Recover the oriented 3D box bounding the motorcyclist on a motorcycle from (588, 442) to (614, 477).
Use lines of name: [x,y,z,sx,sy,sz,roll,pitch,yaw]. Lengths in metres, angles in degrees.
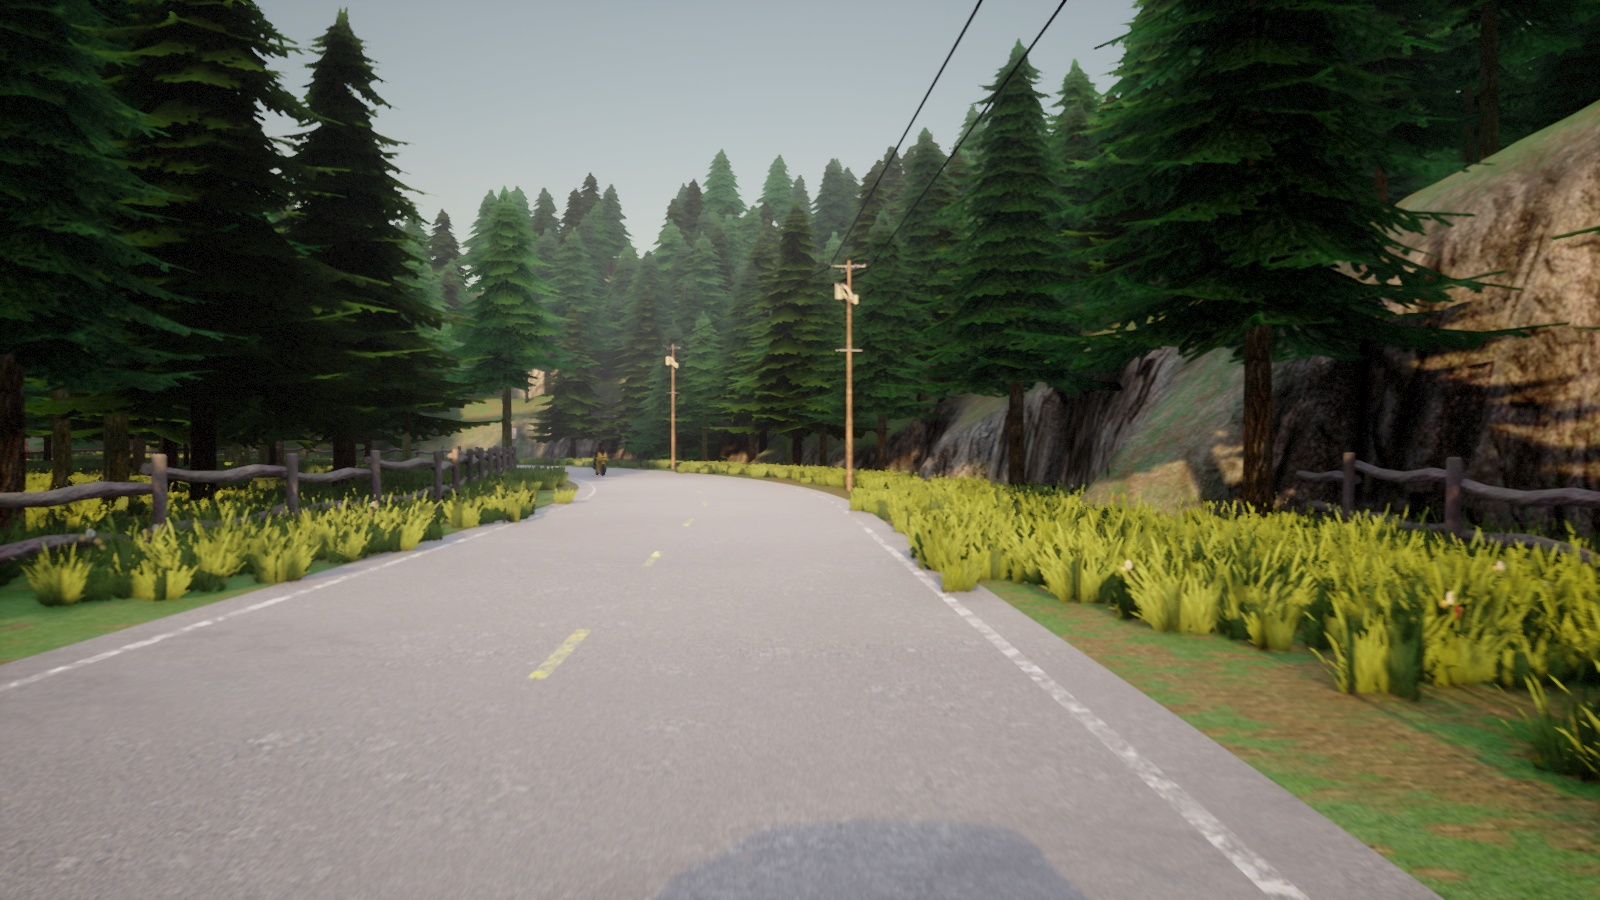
motorcyclist on a motorcycle: [-8.921,0.406,56.257,0.797,1.523,2.044,0,0,-19]
